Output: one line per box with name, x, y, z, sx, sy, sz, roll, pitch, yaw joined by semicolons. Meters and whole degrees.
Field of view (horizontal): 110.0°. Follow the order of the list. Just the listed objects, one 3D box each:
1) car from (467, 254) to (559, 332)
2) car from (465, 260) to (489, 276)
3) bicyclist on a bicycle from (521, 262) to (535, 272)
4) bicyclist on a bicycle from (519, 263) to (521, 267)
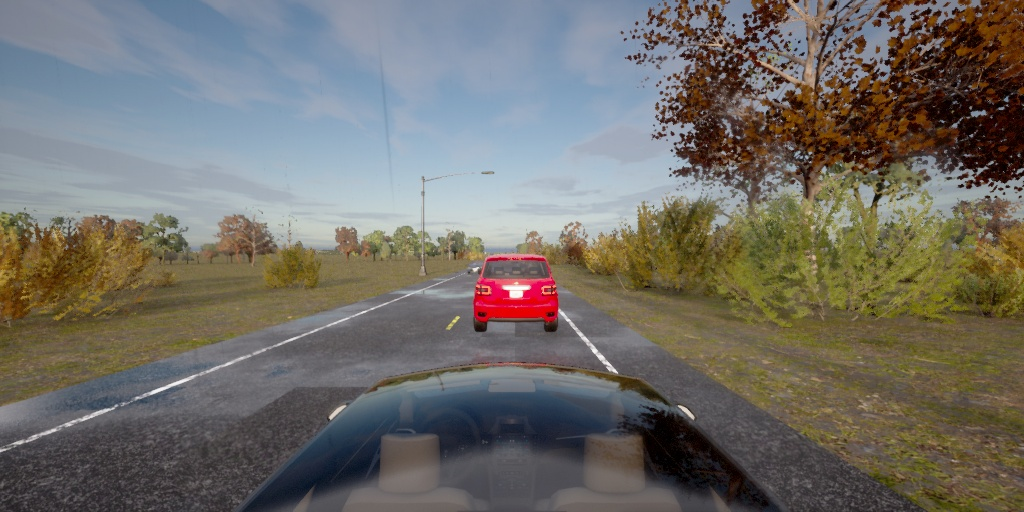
car;0.090;0.968;10.973;2.150;2.045;5.566;0;0;0
car;-3.729;1.230;38.618;2.128;1.511;4.902;0;0;0
bicyclist on a bicycle;0.940;1.114;18.679;0.659;1.776;1.843;0;0;0
bicyclist on a bicycle;0.898;1.111;28.692;0.659;1.776;1.843;0;0;0
